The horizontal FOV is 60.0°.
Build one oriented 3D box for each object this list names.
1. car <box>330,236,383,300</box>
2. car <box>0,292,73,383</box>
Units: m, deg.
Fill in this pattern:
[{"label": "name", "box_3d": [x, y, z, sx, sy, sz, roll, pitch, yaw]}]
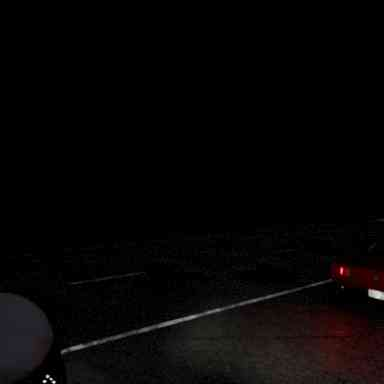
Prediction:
[{"label": "car", "box_3d": [5.262, 1.631, 7.490, 4.718, 1.301, 1.895, 0, 0, -35]}, {"label": "car", "box_3d": [-3.380, 1.191, 1.337, 5.566, 2.045, 2.150, 1, -1, -35]}]
